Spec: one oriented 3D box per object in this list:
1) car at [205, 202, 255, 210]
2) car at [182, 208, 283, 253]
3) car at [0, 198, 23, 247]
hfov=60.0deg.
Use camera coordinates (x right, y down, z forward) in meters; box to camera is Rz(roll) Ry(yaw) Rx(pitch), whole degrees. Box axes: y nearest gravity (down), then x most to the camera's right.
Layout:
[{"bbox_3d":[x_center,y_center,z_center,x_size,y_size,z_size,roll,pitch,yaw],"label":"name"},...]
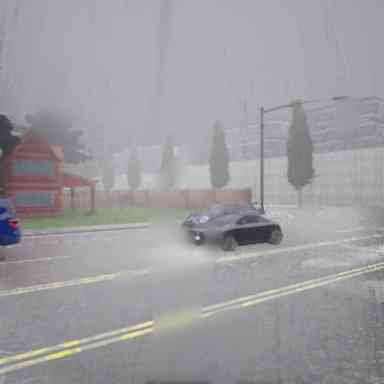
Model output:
[{"bbox_3d":[1.690,1.352,18.024,4.553,1.767,2.097,0,0,-35],"label":"car"},{"bbox_3d":[1.843,1.563,13.861,4.181,1.385,1.994,0,0,-35],"label":"car"},{"bbox_3d":[-8.578,1.222,10.721,5.566,2.045,2.150,0,0,-35],"label":"car"}]
